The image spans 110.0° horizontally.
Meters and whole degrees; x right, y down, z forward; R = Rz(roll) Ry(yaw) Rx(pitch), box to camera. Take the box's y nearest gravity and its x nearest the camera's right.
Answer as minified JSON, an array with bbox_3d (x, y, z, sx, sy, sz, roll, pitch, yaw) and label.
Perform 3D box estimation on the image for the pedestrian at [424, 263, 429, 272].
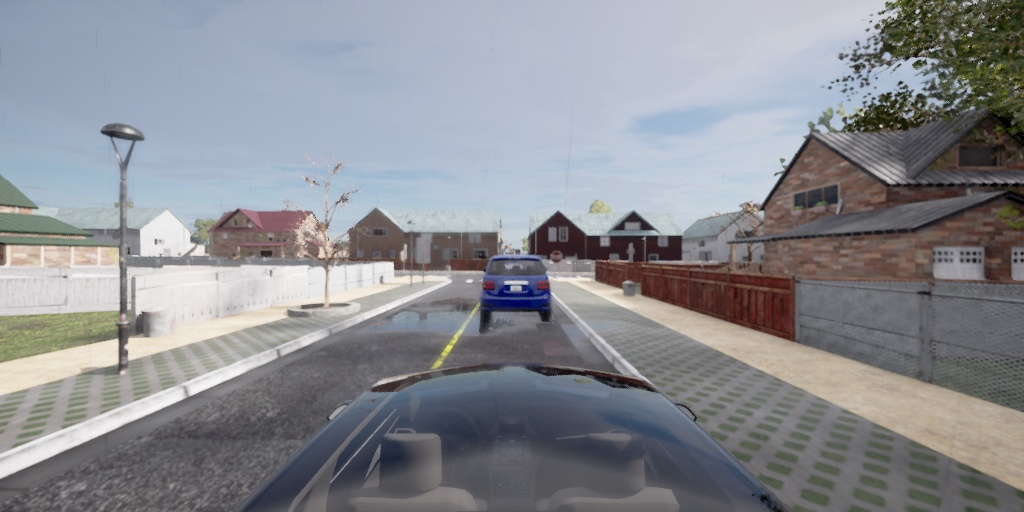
[{"bbox_3d":[-9.313,0.783,38.745,0.375,1.860,0.375,0,0,1],"label":"pedestrian"}]

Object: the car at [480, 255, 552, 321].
[{"bbox_3d":[0.114,0.969,12.607,2.150,2.045,5.566,0,0,0],"label":"car"}]
